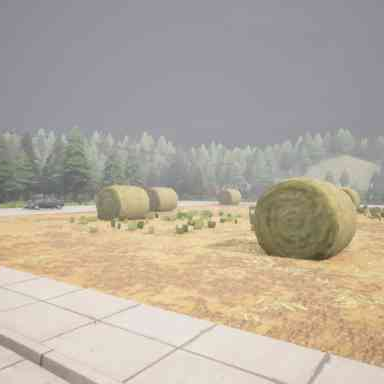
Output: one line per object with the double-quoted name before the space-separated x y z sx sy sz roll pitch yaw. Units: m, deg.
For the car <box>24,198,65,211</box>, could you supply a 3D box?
"car" -18.324 1.497 41.435 2.128 1.511 4.902 0 0 36
